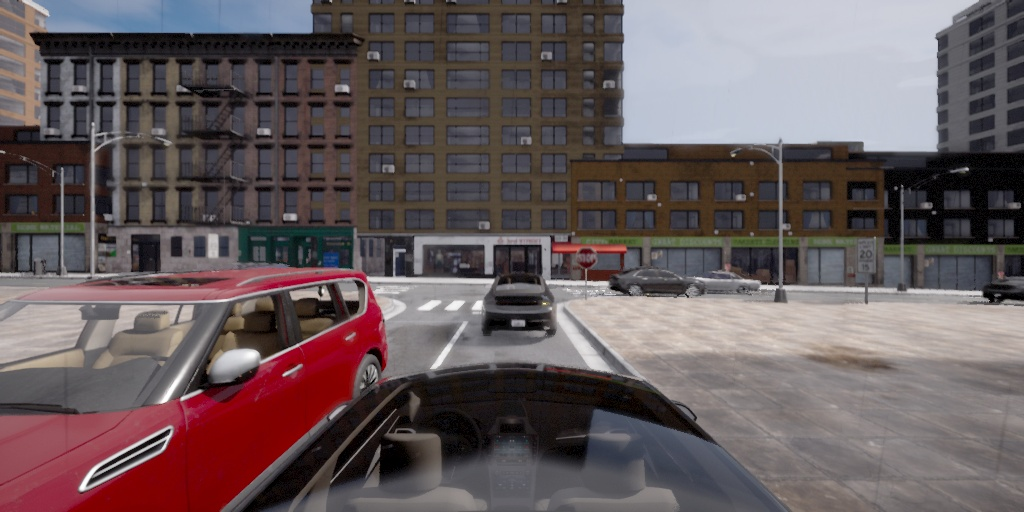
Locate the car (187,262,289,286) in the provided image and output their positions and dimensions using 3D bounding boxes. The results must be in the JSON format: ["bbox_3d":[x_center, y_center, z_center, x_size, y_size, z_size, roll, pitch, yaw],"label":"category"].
[{"bbox_3d":[-16.411,1.077,21.660,4.718,1.301,1.895,1,0,0],"label":"car"}]

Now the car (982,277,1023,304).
[{"bbox_3d":[27.976,1.908,18.898,4.892,1.490,1.837,2,0,0],"label":"car"}]

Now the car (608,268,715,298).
[{"bbox_3d":[7.552,1.394,18.814,4.892,1.490,1.837,1,0,0],"label":"car"}]

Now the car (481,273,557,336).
[{"bbox_3d":[0.231,1.240,10.357,1.837,1.490,4.892,0,0,2],"label":"car"}]

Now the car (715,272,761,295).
[{"bbox_3d":[12.168,1.600,21.778,4.718,1.301,1.895,1,0,0],"label":"car"}]

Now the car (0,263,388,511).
[{"bbox_3d":[-2.637,1.063,2.898,2.192,1.841,5.009,0,0,0],"label":"car"}]

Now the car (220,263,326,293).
[{"bbox_3d":[-12.358,1.098,18.732,4.181,1.385,1.994,1,0,0],"label":"car"}]
